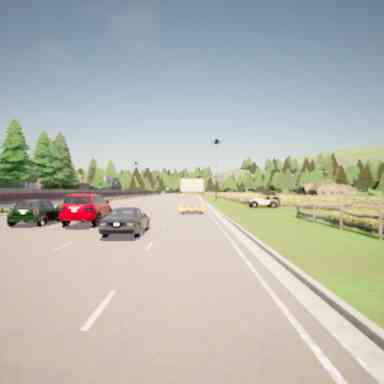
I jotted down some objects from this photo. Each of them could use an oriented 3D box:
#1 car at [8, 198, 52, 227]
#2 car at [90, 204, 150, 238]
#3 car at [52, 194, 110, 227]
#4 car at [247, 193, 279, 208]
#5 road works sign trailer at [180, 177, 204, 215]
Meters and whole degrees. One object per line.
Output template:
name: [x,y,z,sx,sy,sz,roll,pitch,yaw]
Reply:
car: [-10.393,1.284,22.561,2.097,1.767,4.553,0,0,0]
car: [-3.395,1.494,17.445,2.033,1.411,5.357,0,0,0]
car: [-6.893,1.154,22.126,2.150,2.045,5.566,0,0,0]
car: [8.934,1.085,41.503,3.866,1.878,1.905,0,0,0]
road works sign trailer: [0.010,0.365,32.499,2.380,3.560,2.880,0,0,0]
